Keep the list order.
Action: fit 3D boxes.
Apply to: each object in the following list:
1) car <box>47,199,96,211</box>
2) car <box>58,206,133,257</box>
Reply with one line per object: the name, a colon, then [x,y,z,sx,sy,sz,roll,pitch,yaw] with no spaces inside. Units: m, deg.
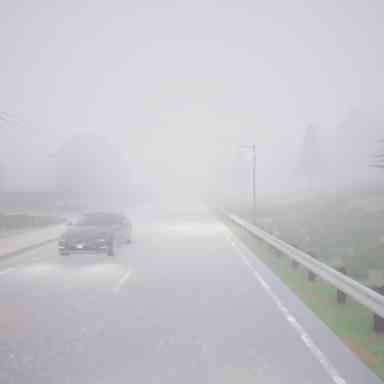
car: [-12.270,1.466,34.006,4.902,1.511,2.128,0,0,0]
car: [-3.550,1.496,13.023,1.837,1.490,4.892,0,0,1]
